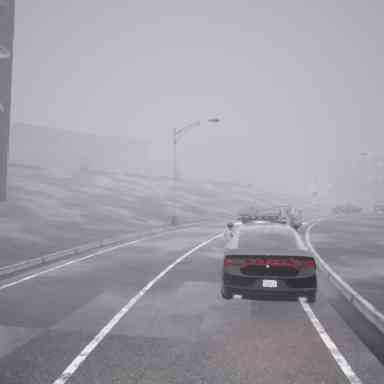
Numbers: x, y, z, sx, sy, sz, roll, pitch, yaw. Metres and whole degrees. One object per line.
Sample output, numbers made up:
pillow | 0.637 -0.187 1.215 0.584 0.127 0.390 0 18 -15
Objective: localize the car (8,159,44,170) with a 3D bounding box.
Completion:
car | -21.476 -3.263 42.559 4.553 1.767 2.185 3 -5 -39

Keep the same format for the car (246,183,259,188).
car | 11.795 -1.085 71.722 2.002 1.452 4.674 -4 -6 45

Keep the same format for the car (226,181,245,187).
car | 7.897 -1.377 67.825 4.792 1.488 2.163 4 -6 -44

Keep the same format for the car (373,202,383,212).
car | 28.555 2.274 49.319 4.674 1.442 1.812 1 -4 -38

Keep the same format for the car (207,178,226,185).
car | 3.775 -1.819 63.869 4.553 1.767 2.185 4 -6 -42

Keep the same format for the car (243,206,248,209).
car | 5.664 1.982 30.732 1.994 1.385 4.181 -3 -2 32

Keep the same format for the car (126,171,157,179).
car | -8.690 -2.482 52.898 4.892 1.521 2.231 3 -5 -39

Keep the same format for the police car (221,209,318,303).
police car | 1.839 1.452 8.516 1.930 1.638 5.238 -1 0 10

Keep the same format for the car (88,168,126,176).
car | -12.974 -2.710 49.425 4.892 1.521 2.231 3 -5 -39

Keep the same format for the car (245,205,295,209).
car | 4.228 1.613 17.642 1.837 1.490 4.892 -1 -1 19

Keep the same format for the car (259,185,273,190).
car | 15.540 -0.839 75.635 2.231 1.521 4.892 -4 -6 44

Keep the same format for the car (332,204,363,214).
car | 19.697 2.148 42.054 4.718 1.301 1.895 1 -4 -40

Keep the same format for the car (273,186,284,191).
car | 19.341 -0.644 79.793 2.185 1.767 4.553 -4 -6 42

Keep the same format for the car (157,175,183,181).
car | -4.451 -2.189 56.466 4.674 1.452 2.002 3 -5 -40

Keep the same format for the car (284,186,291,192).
car | 23.049 -0.422 83.999 2.435 2.045 5.566 -4 -6 41

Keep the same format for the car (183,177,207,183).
car | -0.289 -1.964 60.129 5.008 1.535 2.097 4 -5 -41

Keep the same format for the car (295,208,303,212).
car | 6.400 1.680 22.943 1.837 1.490 4.892 -2 -1 25
